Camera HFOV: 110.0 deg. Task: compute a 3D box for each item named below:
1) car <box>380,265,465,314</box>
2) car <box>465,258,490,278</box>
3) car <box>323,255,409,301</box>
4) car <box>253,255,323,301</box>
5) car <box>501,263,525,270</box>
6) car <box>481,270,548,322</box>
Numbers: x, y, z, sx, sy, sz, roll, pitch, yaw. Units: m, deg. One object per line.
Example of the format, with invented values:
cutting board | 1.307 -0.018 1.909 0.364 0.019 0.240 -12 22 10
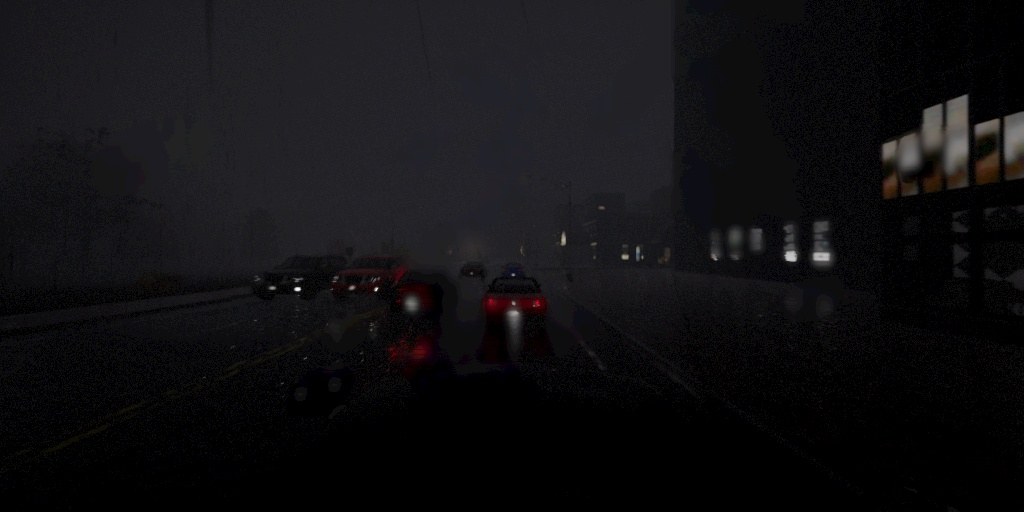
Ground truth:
car | -3.156 1.246 13.718 1.837 1.490 4.892 0 0 0
car | -3.151 1.205 30.496 1.882 1.535 5.008 0 0 0
car | -6.596 0.961 17.552 2.150 2.045 5.566 0 0 0
car | -9.846 0.962 17.496 2.150 2.045 5.566 0 0 0
car | 0.098 1.253 29.579 1.812 1.442 4.674 0 0 0
car | 0.094 1.343 12.242 1.895 1.301 4.718 0 0 0
